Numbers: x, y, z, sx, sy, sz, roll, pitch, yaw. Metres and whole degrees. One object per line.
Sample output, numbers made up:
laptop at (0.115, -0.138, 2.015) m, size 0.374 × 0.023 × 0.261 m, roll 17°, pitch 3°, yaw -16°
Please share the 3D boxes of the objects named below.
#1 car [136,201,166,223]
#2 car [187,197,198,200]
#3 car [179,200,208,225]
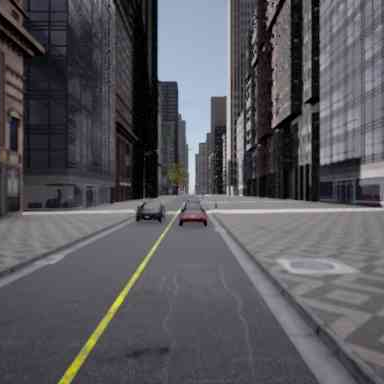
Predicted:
car at (-3.044, 1.455, 25.370) m, size 1.882 × 1.535 × 5.008 m, roll 0°, pitch 0°, yaw 1°
car at (0.088, 1.449, 43.103) m, size 2.128 × 1.511 × 4.902 m, roll 0°, pitch 0°, yaw 0°
car at (0.084, 1.545, 23.967) m, size 1.994 × 1.385 × 4.181 m, roll 0°, pitch 0°, yaw 0°
